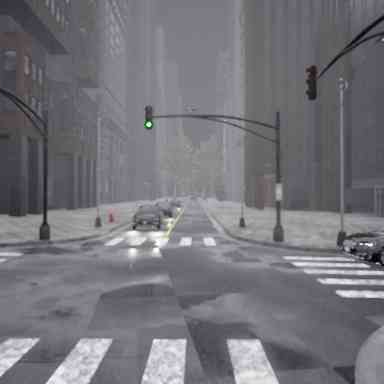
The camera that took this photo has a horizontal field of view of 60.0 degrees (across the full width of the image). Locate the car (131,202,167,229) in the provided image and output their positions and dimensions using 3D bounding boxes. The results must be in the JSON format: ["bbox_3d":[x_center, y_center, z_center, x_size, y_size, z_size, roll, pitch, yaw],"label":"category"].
[{"bbox_3d":[-3.006,1.684,23.263,1.837,1.490,4.892,0,0,-1],"label":"car"}]

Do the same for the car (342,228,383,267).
[{"bbox_3d":[7.795,1.732,11.429,4.902,1.511,2.128,1,-1,0],"label":"car"}]

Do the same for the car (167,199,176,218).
[{"bbox_3d":[-2.949,1.735,33.993,1.882,1.535,5.008,0,0,0],"label":"car"}]

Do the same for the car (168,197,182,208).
[{"bbox_3d":[-2.759,1.965,56.964,2.033,1.411,5.357,0,0,1],"label":"car"}]
